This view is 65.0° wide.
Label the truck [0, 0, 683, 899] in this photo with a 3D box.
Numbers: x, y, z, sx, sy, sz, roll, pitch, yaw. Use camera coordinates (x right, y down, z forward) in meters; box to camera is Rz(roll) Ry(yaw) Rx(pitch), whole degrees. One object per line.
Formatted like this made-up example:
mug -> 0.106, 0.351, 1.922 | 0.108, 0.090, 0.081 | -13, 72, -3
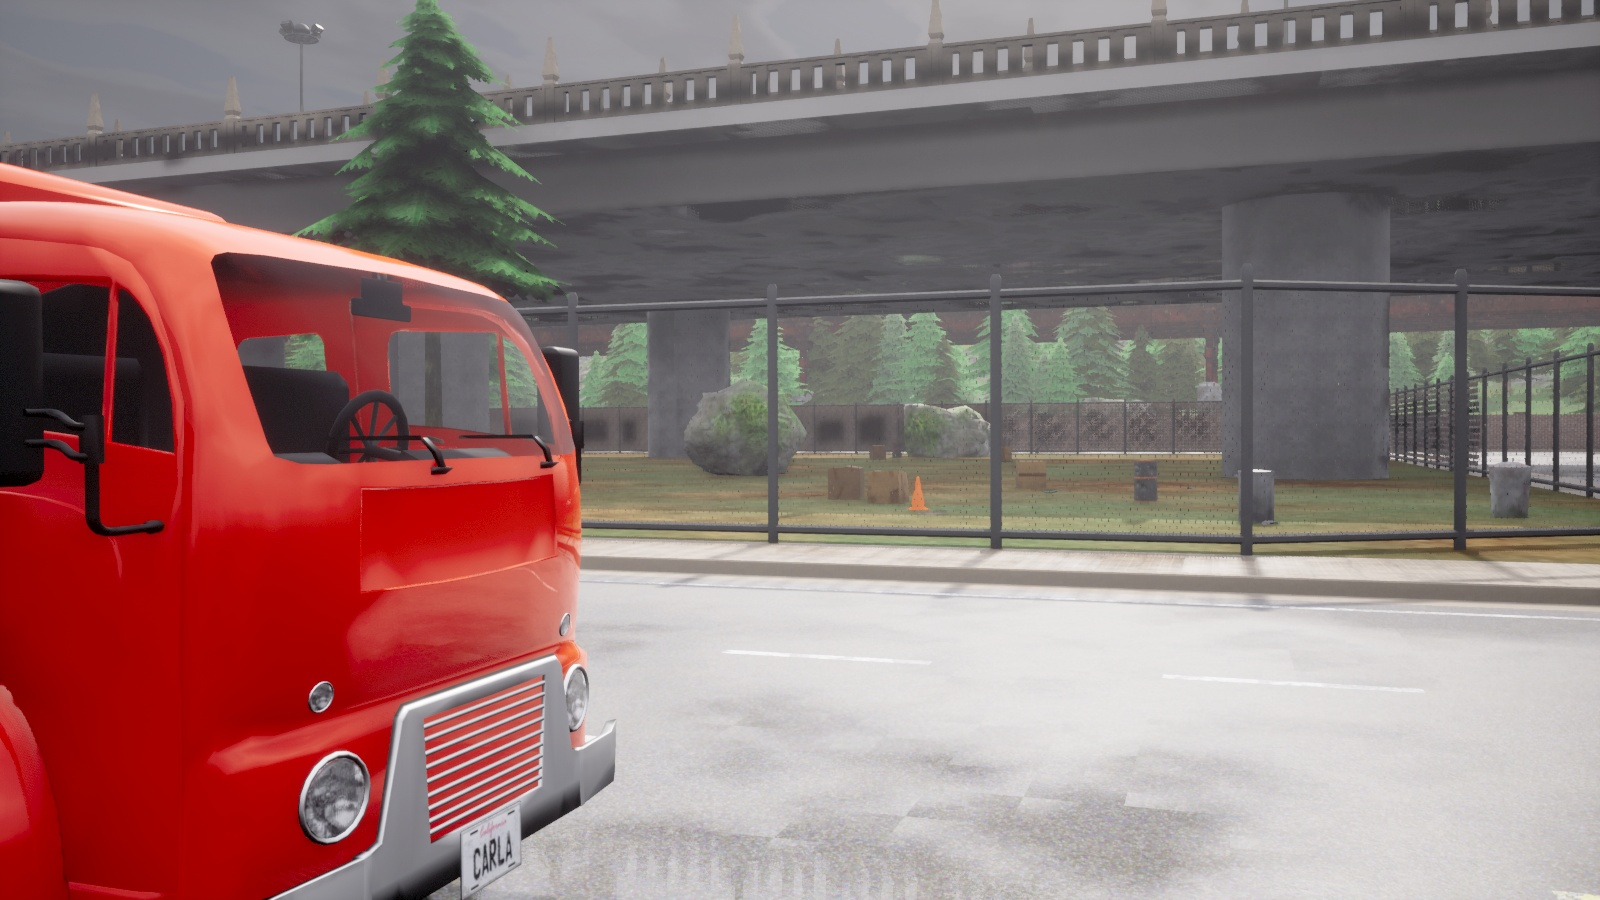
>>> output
truck -> -3.327, 0.258, 4.304 | 5.204, 2.467, 2.627 | 1, 1, 19
